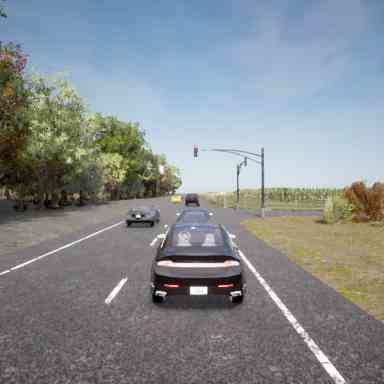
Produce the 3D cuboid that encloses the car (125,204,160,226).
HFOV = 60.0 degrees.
[{"bbox_3d":[-3.349,1.554,23.306,2.033,1.411,5.357,0,0,0],"label":"car"}]

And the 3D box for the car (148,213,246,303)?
[{"bbox_3d":[0.118,1.494,8.184,2.128,1.511,4.902,0,0,0],"label":"car"}]

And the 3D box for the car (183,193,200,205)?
[{"bbox_3d":[0.107,1.229,54.949,2.150,2.045,5.566,0,0,1],"label":"car"}]

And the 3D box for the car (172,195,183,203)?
[{"bbox_3d":[-3.297,1.483,71.197,1.882,1.535,5.008,0,0,0],"label":"car"}]

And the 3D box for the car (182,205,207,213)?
[{"bbox_3d":[0.136,1.569,17.101,1.994,1.385,4.181,0,0,0],"label":"car"}]
